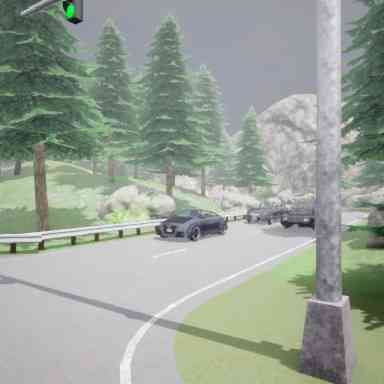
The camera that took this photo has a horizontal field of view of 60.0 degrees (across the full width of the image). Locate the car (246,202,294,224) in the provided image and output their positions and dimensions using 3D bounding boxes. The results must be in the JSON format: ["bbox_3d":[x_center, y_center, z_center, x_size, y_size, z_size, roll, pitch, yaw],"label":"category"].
[{"bbox_3d":[5.733,1.507,25.100,2.128,1.511,4.902,0,0,35],"label":"car"}]

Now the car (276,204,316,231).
[{"bbox_3d":[7.216,1.640,20.898,1.895,1.301,4.718,0,0,35],"label":"car"}]

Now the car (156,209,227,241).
[{"bbox_3d":[0.090,1.579,16.910,1.994,1.385,4.181,0,0,35],"label":"car"}]

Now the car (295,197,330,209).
[{"bbox_3d":[17.463,1.539,48.505,2.128,1.511,4.902,1,-1,-20],"label":"car"}]

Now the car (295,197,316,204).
[{"bbox_3d":[11.314,1.520,33.658,1.837,1.490,4.892,0,0,28],"label":"car"}]
